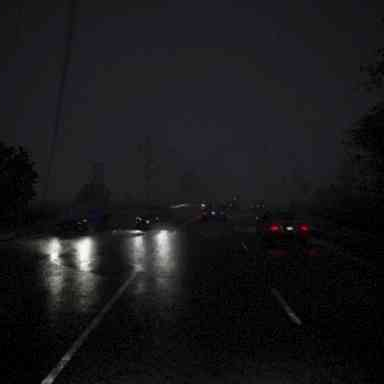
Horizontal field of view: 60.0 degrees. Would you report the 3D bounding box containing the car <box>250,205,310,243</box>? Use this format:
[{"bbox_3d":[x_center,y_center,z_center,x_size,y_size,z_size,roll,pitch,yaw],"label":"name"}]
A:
[{"bbox_3d":[4.260,1.568,16.298,2.033,1.411,5.357,0,0,5],"label":"car"}]

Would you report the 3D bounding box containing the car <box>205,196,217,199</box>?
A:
[{"bbox_3d":[3.369,1.552,60.432,1.837,1.490,4.892,0,0,21],"label":"car"}]

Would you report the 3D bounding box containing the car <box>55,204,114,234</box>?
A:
[{"bbox_3d":[-6.145,1.485,19.494,1.882,1.535,5.008,0,0,6],"label":"car"}]

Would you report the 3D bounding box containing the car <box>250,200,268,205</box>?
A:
[{"bbox_3d":[7.761,1.598,38.717,2.033,1.411,5.357,0,0,14],"label":"car"}]

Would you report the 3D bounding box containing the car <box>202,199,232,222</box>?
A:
[{"bbox_3d":[1.892,1.573,26.553,2.033,1.411,5.357,0,0,8],"label":"car"}]

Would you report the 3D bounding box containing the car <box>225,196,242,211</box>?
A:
[{"bbox_3d":[5.238,1.611,42.749,1.994,1.385,4.181,0,0,15],"label":"car"}]

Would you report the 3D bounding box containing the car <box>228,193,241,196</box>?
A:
[{"bbox_3d":[7.793,1.287,62.179,2.150,2.045,5.566,0,0,22],"label":"car"}]

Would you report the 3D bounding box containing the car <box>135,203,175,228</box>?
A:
[{"bbox_3d":[-2.349,1.520,22.150,1.837,1.490,4.892,0,0,7],"label":"car"}]
